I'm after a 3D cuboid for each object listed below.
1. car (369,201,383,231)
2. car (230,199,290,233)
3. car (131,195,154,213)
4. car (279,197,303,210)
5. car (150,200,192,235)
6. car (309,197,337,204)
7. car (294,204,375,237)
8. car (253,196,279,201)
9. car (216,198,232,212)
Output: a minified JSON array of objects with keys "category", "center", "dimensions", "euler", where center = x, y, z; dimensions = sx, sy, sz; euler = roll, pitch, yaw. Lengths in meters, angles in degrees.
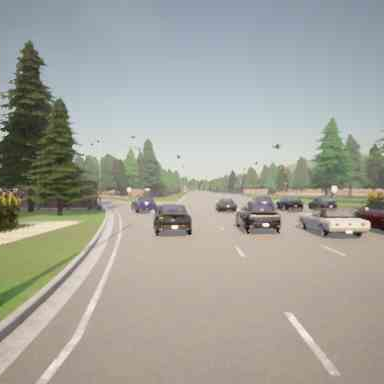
[{"category":"car","center":[10.604,1.243,17.942],"dimensions":[2.097,1.767,4.553],"euler":[0,0,0]},{"category":"car","center":[3.604,1.379,18.643],"dimensions":[2.128,1.511,4.902],"euler":[0,0,0]},{"category":"car","center":[-4.972,1.148,34.032],"dimensions":[2.097,1.767,4.553],"euler":[0,0,-17]},{"category":"car","center":[10.609,1.259,36.420],"dimensions":[1.882,1.535,5.008],"euler":[0,0,0]},{"category":"car","center":[-1.147,1.396,18.084],"dimensions":[1.837,1.490,4.892],"euler":[0,0,-8]},{"category":"car","center":[14.094,1.309,35.918],"dimensions":[1.812,1.442,4.674],"euler":[0,0,0]},{"category":"car","center":[7.104,1.497,17.235],"dimensions":[1.895,1.301,4.718],"euler":[0,0,0]},{"category":"car","center":[7.107,1.144,34.552],"dimensions":[2.097,1.767,4.553],"euler":[0,0,0]},{"category":"car","center":[3.607,1.352,35.298],"dimensions":[1.994,1.385,4.181],"euler":[0,0,0]}]
